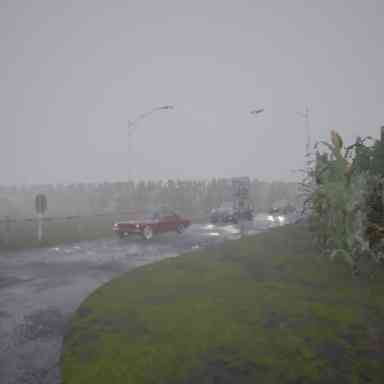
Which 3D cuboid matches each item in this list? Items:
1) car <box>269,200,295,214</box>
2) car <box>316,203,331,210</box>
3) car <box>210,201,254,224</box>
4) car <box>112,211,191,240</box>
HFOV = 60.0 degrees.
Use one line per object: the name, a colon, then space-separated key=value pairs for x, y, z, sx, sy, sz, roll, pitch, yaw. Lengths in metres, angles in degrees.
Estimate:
car: x=10.144 y=1.619 z=37.400 sx=2.128 sy=1.511 sz=4.902 roll=-2 pitch=-1 yaw=32
car: x=17.517 y=1.568 z=43.524 sx=1.812 sy=1.442 sz=4.674 roll=-2 pitch=-1 yaw=32
car: x=3.206 y=1.486 z=26.497 sx=2.097 sy=1.767 sz=4.553 roll=-2 pitch=-1 yaw=32
car: x=-2.076 y=1.736 z=18.176 sx=1.895 sy=1.301 sz=4.718 roll=-2 pitch=-1 yaw=32
